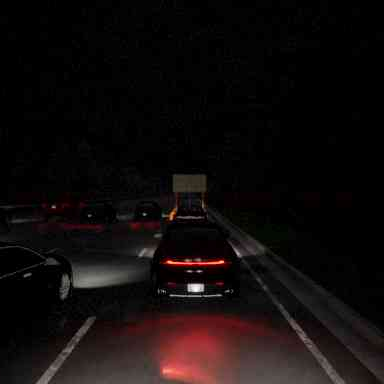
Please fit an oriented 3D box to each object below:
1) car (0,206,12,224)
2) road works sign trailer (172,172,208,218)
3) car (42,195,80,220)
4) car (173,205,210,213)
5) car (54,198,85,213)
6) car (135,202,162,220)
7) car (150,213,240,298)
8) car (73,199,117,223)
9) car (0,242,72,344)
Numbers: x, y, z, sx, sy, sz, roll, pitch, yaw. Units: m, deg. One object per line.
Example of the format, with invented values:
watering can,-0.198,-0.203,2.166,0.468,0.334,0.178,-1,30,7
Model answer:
car,-14.054,1.352,22.128,2.097,1.767,4.553,0,0,1
road works sign trailer,-0.171,0.464,22.763,2.380,3.560,2.880,0,0,-3
car,-10.599,1.225,28.122,2.150,2.045,5.566,0,0,-1
car,-0.050,1.488,18.893,2.128,1.511,4.902,0,0,1
car,-14.185,1.504,38.721,1.837,1.490,4.892,0,0,0
car,-3.591,1.526,27.849,1.812,1.442,4.674,0,0,1
car,0.053,1.505,8.506,1.837,1.490,4.892,0,0,0
car,-7.078,1.478,25.414,1.882,1.535,5.008,0,0,0
car,-3.423,1.503,5.109,1.837,1.490,4.892,0,-1,0
